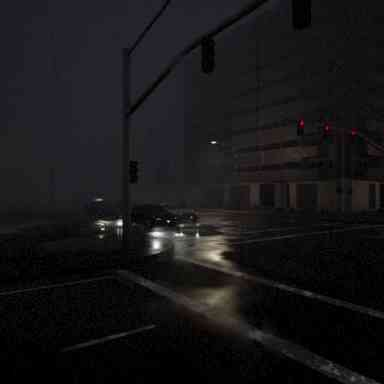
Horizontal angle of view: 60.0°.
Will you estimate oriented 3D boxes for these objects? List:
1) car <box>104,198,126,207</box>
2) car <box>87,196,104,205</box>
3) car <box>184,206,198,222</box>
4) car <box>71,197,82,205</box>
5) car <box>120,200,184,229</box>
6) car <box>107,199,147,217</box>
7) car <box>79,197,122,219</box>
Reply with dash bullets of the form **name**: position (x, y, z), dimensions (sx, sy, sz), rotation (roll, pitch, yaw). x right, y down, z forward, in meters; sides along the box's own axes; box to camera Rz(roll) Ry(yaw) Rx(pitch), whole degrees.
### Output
- **car**: position (-12.782, 1.656, 54.780), dimensions (1.895, 1.301, 4.718), rotation (0, 0, -36)
- **car**: position (-18.061, 1.581, 62.202), dimensions (1.812, 1.442, 4.674), rotation (0, 0, -34)
- **car**: position (-1.395, 1.581, 26.404), dimensions (1.812, 1.442, 4.674), rotation (0, 0, -36)
- **car**: position (-20.010, 1.547, 58.895), dimensions (2.128, 1.511, 4.902), rotation (0, 0, -35)
- **car**: position (-2.849, 1.560, 22.379), dimensions (1.837, 1.490, 4.892), rotation (0, 0, -35)
- **car**: position (-6.642, 1.547, 33.743), dimensions (2.128, 1.511, 4.902), rotation (0, 0, -35)
- **car**: position (-8.178, 1.533, 29.863), dimensions (1.882, 1.535, 5.008), rotation (0, 0, -35)
